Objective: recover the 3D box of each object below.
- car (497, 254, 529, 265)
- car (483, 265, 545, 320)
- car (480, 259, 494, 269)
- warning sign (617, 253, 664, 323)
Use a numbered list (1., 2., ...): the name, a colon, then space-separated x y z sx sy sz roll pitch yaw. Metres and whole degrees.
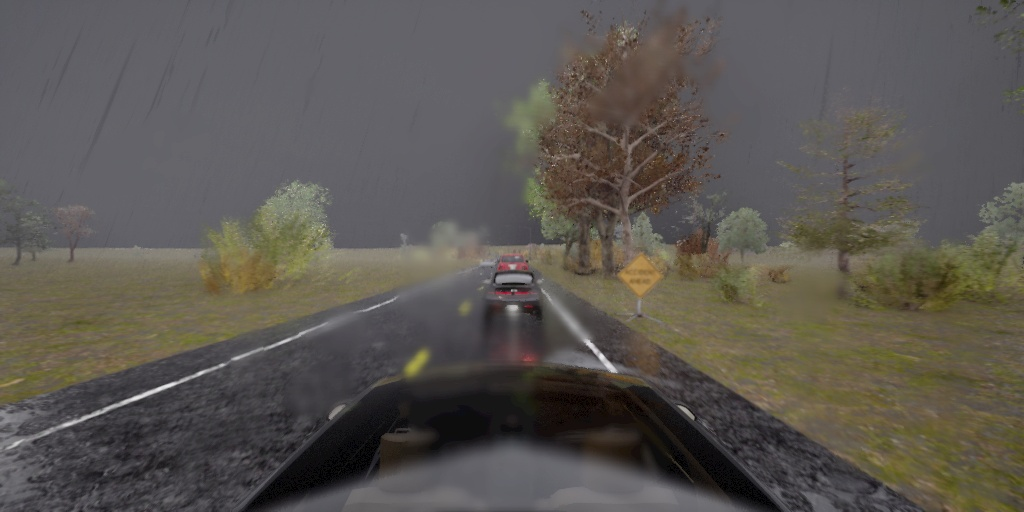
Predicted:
1. car: 0.070 0.873 27.163 2.150 2.045 5.566 0 1 0
2. car: 0.067 1.214 12.330 1.837 1.490 4.892 0 0 0
3. car: -3.567 1.119 51.809 1.895 1.301 4.718 0 0 0
4. warning sign: 3.550 0.834 10.060 1.300 1.860 1.060 0 0 0
